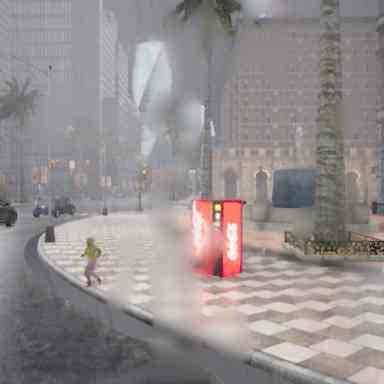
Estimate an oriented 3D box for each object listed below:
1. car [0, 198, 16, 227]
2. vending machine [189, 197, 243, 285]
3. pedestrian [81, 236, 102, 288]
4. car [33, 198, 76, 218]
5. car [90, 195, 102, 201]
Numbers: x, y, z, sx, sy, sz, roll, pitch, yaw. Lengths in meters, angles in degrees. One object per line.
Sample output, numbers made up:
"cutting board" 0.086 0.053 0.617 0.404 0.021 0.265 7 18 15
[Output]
"car" -12.060 1.204 19.113 2.150 2.045 5.566 0 0 -10
"vending machine" 0.636 1.192 8.717 1.100 2.100 0.880 0 0 -43
"pedestrian" -2.154 1.517 7.283 0.500 1.100 0.500 0 0 -42
"car" -12.436 1.329 30.359 2.097 1.767 4.553 0 0 5
"car" -24.289 1.456 84.688 2.161 1.482 4.786 0 0 1
